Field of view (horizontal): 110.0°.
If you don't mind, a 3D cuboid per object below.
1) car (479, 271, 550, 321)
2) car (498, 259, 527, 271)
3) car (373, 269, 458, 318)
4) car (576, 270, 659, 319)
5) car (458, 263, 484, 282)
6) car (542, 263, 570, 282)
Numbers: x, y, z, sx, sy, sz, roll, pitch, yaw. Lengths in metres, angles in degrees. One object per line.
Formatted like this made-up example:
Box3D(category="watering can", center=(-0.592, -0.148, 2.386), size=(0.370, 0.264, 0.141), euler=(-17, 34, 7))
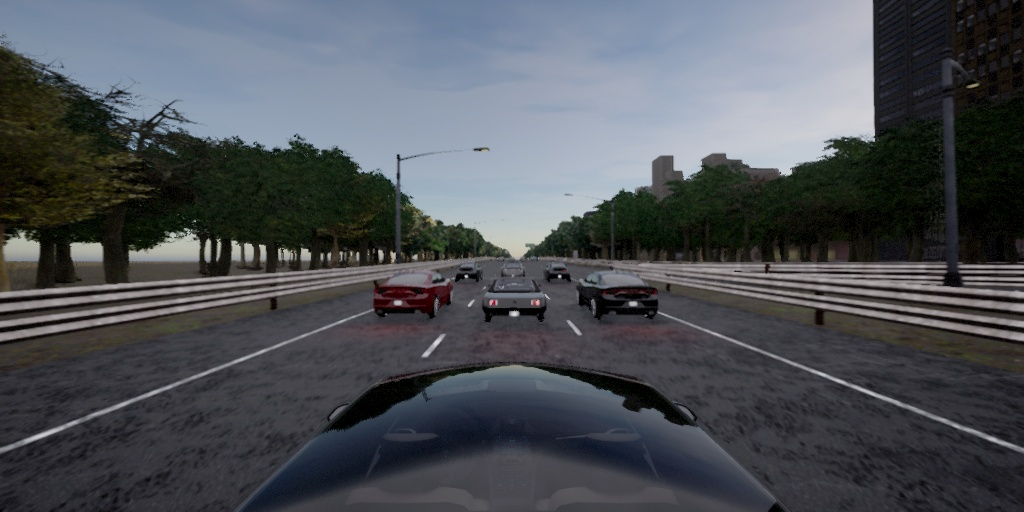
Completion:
Box3D(category="car", center=(0.080, 1.376, 12.528), size=(1.895, 1.301, 4.718), euler=(0, 0, 0))
Box3D(category="car", center=(0.088, 1.263, 29.192), size=(2.128, 1.511, 4.902), euler=(0, 0, 0))
Box3D(category="car", center=(-3.417, 1.254, 13.259), size=(1.882, 1.535, 5.008), euler=(0, 0, 0))
Box3D(category="car", center=(3.580, 1.254, 13.030), size=(1.882, 1.535, 5.008), euler=(0, 0, 0))
Box3D(category="car", center=(-3.412, 1.277, 29.294), size=(1.837, 1.490, 4.892), euler=(0, 0, 0))
Box3D(category="car", center=(3.588, 1.277, 29.288), size=(1.837, 1.490, 4.892), euler=(0, 0, 0))
